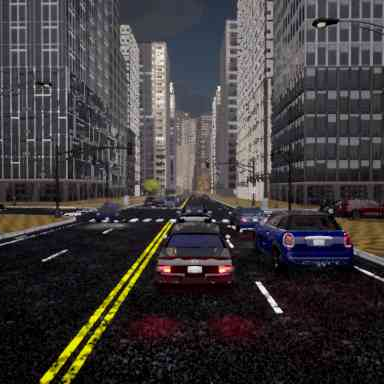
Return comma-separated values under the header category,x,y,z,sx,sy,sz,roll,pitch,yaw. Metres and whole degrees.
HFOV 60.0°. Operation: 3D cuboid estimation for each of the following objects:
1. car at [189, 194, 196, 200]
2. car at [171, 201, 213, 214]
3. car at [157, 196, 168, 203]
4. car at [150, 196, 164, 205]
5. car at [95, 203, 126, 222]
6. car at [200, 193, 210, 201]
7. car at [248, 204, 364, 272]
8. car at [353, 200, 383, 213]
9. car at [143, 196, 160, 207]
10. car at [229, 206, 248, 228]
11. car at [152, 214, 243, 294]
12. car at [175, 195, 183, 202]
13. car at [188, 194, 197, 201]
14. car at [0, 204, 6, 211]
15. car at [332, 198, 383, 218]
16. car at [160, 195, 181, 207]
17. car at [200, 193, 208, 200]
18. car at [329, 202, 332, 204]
category,x,y,z,sx,sy,sz,roll,pitch,yaw
car,0.151,1.340,92.229,2.033,1.411,5.357,0,0,0
car,0.131,1.494,18.707,2.128,1.511,4.902,0,0,0
car,-6.382,1.525,73.030,2.033,1.411,5.357,0,0,0
car,-6.458,1.539,62.360,2.033,1.411,5.357,0,0,0
car,-6.344,1.563,26.498,2.033,1.411,5.357,0,-1,-6
car,3.384,1.447,81.803,1.882,1.535,5.008,0,0,0
car,3.367,1.355,10.933,2.097,1.767,4.553,0,0,0
car,21.874,1.667,39.272,4.829,1.417,1.752,1,0,1
car,-6.508,1.502,52.480,1.837,1.490,4.892,0,0,0
car,3.384,1.550,20.318,2.033,1.411,5.357,0,0,0
car,0.108,1.550,8.962,2.033,1.411,5.357,0,0,1
car,-3.121,1.480,79.615,1.837,1.490,4.892,0,0,0
car,0.134,1.470,81.811,1.837,1.490,4.892,0,0,0
car,-21.893,1.442,34.283,4.718,1.301,1.895,1,1,1
car,16.251,1.539,30.995,5.009,1.841,2.192,1,0,1
car,-3.239,1.350,50.641,2.097,1.767,4.553,0,0,-1
car,3.401,1.156,92.193,2.097,1.767,4.553,0,0,0
car,16.474,1.640,36.802,4.892,1.490,1.837,0,1,-1
